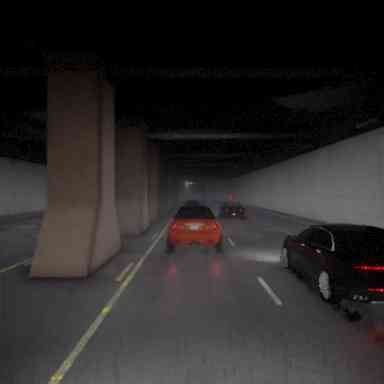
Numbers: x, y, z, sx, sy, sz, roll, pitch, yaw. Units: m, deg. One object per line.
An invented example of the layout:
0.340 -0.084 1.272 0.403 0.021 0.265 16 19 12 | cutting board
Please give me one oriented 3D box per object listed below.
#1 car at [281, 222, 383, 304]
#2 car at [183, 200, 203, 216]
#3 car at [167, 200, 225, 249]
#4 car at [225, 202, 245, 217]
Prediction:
3.600 1.506 8.135 1.837 1.490 4.892 0 0 0 | car
0.085 1.530 33.297 1.812 1.442 4.674 0 0 0 | car
0.099 1.354 14.626 2.097 1.767 4.553 0 0 0 | car
3.598 1.605 30.719 1.895 1.301 4.718 0 0 0 | car
